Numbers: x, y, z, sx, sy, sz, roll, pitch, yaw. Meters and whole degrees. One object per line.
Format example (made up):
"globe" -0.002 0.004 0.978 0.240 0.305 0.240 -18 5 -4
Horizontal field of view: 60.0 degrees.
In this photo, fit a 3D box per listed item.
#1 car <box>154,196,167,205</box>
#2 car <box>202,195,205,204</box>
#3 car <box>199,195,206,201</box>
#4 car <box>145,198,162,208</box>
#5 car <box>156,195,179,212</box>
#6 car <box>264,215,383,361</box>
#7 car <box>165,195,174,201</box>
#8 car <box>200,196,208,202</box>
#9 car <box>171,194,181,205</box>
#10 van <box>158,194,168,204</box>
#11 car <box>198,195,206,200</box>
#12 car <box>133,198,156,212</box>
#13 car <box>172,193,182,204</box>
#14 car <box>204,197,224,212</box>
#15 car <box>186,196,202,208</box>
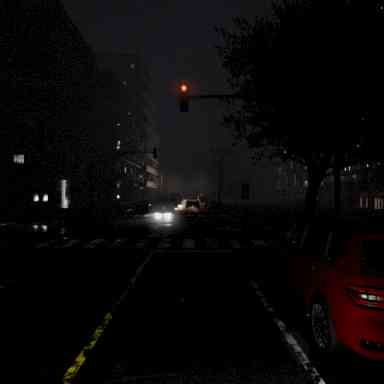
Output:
"car" -5.670 1.475 60.444 1.967 1.590 4.097 0 0 0
"car" 2.706 1.547 49.545 1.752 1.417 4.829 0 0 0
"car" 2.718 1.620 88.104 1.887 1.381 4.507 0 0 0
"car" -5.674 1.573 49.378 2.008 1.369 4.403 0 0 0
"car" -3.081 1.504 39.209 2.128 1.511 4.902 0 0 2
"car" 2.695 1.315 5.922 2.192 1.841 5.009 0 0 0
"car" -5.664 1.506 82.574 1.967 1.590 4.097 0 0 0
"car" 2.714 1.583 77.209 1.752 1.417 4.829 0 0 0
"car" -3.071 1.500 49.430 1.882 1.535 5.008 0 0 0
"van" -5.669 1.383 65.977 1.690 1.788 3.998 0 0 0
"car" 2.719 1.636 93.637 2.008 1.369 4.403 0 0 0
"car" -5.677 1.562 38.312 2.008 1.369 4.403 0 0 0
"car" -3.042 1.257 61.051 2.150 2.045 5.566 0 0 0
"car" 2.703 1.556 38.310 1.887 1.381 4.507 0 0 0
"car" 0.115 1.622 48.860 1.895 1.301 4.718 0 0 0
